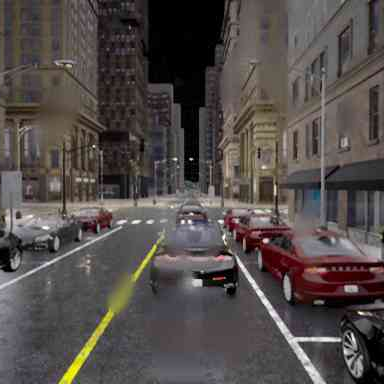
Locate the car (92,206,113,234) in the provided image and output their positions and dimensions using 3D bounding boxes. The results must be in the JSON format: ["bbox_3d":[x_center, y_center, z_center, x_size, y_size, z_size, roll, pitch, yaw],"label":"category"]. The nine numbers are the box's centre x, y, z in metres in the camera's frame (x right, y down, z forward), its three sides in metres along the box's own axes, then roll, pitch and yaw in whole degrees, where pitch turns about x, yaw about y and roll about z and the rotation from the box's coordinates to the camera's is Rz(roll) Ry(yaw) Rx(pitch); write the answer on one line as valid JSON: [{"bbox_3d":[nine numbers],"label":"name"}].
[{"bbox_3d":[-5.768,1.536,19.000,1.887,1.381,4.507,-1,0,0],"label":"car"}]

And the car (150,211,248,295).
[{"bbox_3d":[0.058,1.488,8.665,2.128,1.511,4.902,0,0,0],"label":"car"}]

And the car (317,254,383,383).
[{"bbox_3d":[2.755,1.564,2.484,1.947,1.339,4.313,-1,0,0],"label":"car"}]

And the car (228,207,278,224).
[{"bbox_3d":[2.757,1.538,13.494,1.887,1.381,4.507,-1,0,0],"label":"car"}]

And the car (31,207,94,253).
[{"bbox_3d":[-5.768,1.544,13.495,2.008,1.369,4.403,-1,0,0],"label":"car"}]

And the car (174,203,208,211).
[{"bbox_3d":[-0.051,1.495,21.315,1.837,1.490,4.892,0,0,-1],"label":"car"}]

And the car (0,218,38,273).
[{"bbox_3d":[-5.769,1.562,7.990,1.947,1.339,4.313,-1,0,0],"label":"car"}]

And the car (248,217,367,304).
[{"bbox_3d":[2.756,1.541,7.988,1.887,1.381,4.507,-1,0,0],"label":"car"}]
